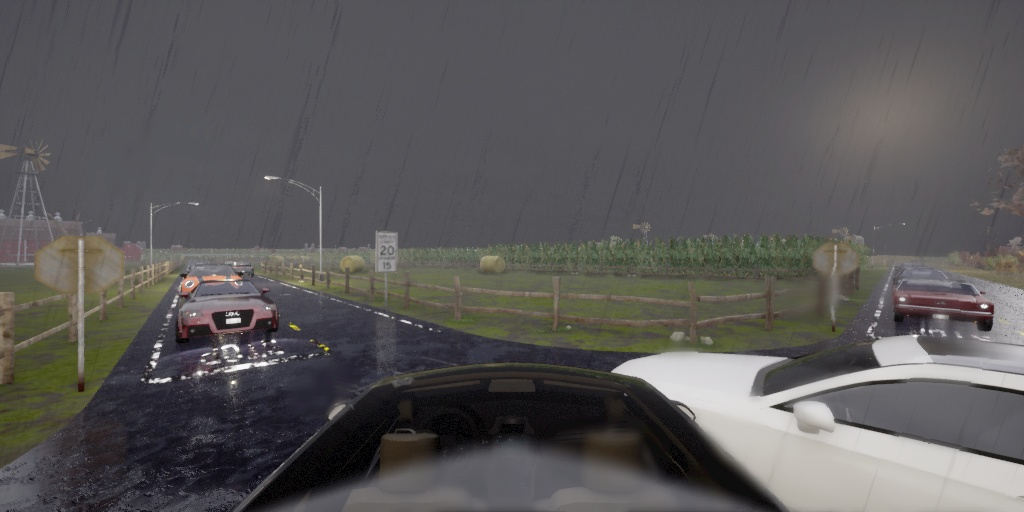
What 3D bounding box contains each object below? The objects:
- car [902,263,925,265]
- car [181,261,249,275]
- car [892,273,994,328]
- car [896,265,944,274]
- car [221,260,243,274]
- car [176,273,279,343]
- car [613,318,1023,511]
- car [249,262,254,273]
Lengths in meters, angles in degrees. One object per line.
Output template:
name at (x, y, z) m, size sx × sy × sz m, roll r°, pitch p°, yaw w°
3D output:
car at (27.349, 1.398, 24.255) m, size 4.181 × 1.385 × 1.994 m, roll 0°, pitch 1°, yaw -43°
car at (-13.718, 1.138, 16.444) m, size 2.097 × 1.767 × 4.553 m, roll 0°, pitch 0°, yaw -42°
car at (13.517, 1.397, 11.437) m, size 4.718 × 1.301 × 1.895 m, roll 0°, pitch 1°, yaw -43°
car at (20.594, 1.361, 18.000) m, size 5.357 × 1.411 × 2.033 m, roll 0°, pitch 1°, yaw -43°
car at (-33.704, 1.300, 43.131) m, size 1.837 × 1.490 × 4.892 m, roll 0°, pitch 0°, yaw -41°
car at (-7.941, 1.354, 9.961) m, size 1.994 × 1.385 × 4.181 m, roll 0°, pitch 0°, yaw -43°
car at (2.838, 1.294, 2.375) m, size 1.812 × 1.442 × 4.674 m, roll 0°, pitch 1°, yaw -44°
car at (-26.983, 1.280, 35.673) m, size 2.128 × 1.511 × 4.902 m, roll 0°, pitch 0°, yaw -41°
